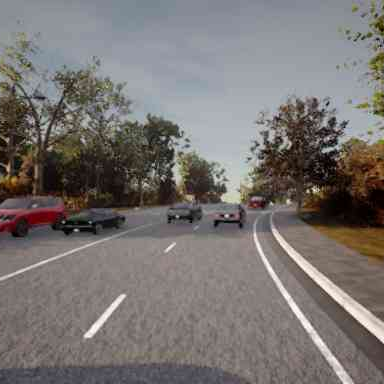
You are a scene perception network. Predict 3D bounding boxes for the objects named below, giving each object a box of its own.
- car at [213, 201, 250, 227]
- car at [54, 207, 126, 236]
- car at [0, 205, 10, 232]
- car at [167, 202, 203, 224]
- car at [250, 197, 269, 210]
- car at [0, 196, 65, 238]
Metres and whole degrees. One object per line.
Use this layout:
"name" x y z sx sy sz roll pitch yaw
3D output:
"car" 2.618 1.473 22.434 2.033 1.411 5.357 -1 0 12
"car" -5.364 1.589 18.594 1.895 1.301 4.718 0 0 10
"car" -3.298 1.209 1.161 2.150 2.045 5.566 0 0 1
"car" -0.439 1.445 24.551 2.128 1.511 4.902 -1 0 13
"car" 8.214 1.311 40.819 1.882 1.535 5.008 -1 0 21
"car" -9.001 1.231 18.075 2.150 2.045 5.566 0 -1 10
